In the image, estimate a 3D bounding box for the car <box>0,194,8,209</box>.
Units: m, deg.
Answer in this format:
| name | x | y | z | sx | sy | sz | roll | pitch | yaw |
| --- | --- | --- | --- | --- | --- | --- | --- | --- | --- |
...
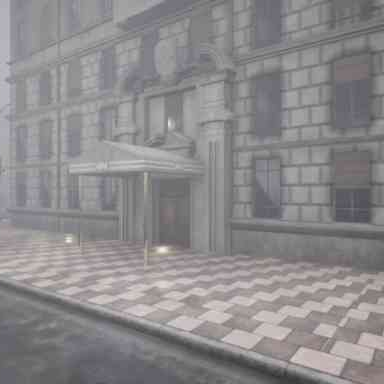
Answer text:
| name | x | y | z | sx | sy | sz | roll | pitch | yaw |
| --- | --- | --- | --- | --- | --- | --- | --- | --- | --- |
| car | -26.766 | 1.221 | 42.717 | 2.150 | 2.045 | 5.566 | 0 | 0 | 35 |
